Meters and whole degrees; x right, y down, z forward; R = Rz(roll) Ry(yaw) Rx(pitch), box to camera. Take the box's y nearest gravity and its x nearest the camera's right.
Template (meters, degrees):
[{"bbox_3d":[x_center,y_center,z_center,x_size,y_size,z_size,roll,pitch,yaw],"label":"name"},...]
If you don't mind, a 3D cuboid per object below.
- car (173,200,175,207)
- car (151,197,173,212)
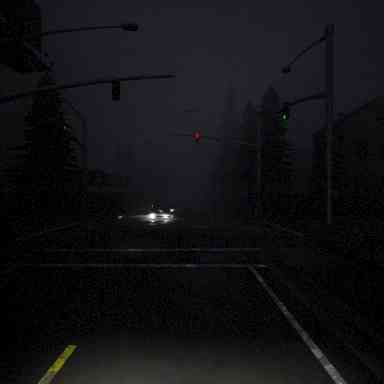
[{"bbox_3d":[-3.520,1.510,48.334,1.837,1.490,4.892,0,0,0],"label":"car"},{"bbox_3d":[-3.550,1.605,38.209,1.895,1.301,4.718,0,0,0],"label":"car"}]
